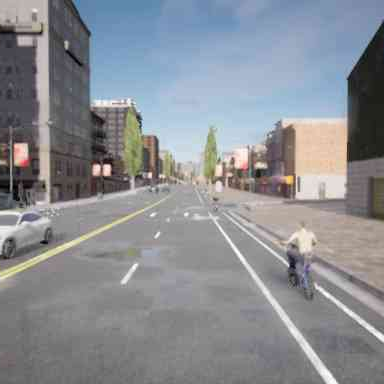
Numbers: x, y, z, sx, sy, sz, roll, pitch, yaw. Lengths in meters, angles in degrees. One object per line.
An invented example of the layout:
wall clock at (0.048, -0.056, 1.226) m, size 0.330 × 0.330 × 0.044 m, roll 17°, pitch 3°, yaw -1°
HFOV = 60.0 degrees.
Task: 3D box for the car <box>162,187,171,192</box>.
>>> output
car at (-6.645, -0.673, 86.998) m, size 1.994 × 1.385 × 4.181 m, roll 0°, pitch 2°, yaw 0°

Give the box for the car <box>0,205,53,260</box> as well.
car at (-6.616, 1.399, 11.999) m, size 1.812 × 1.442 × 4.674 m, roll 0°, pitch 0°, yaw 0°

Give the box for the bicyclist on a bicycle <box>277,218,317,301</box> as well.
bicyclist on a bicycle at (2.322, 1.363, 7.135) m, size 0.866 × 1.612 × 1.509 m, roll 0°, pitch 1°, yaw -1°

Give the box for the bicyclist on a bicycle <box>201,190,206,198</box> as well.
bicyclist on a bicycle at (2.260, 0.330, 65.099) m, size 0.866 × 1.612 × 1.509 m, roll 0°, pitch 2°, yaw -2°

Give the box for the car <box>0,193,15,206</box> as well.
car at (-9.868, 1.067, 14.531) m, size 2.150 × 2.045 × 5.566 m, roll 0°, pitch 0°, yaw 0°

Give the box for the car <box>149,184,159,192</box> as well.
car at (-9.895, -0.999, 86.952) m, size 2.150 × 2.045 × 5.566 m, roll 0°, pitch 2°, yaw 0°

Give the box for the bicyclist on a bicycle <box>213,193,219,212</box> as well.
bicyclist on a bicycle at (2.212, 1.002, 30.881) m, size 0.659 × 1.776 × 1.843 m, roll 0°, pitch 1°, yaw 0°
